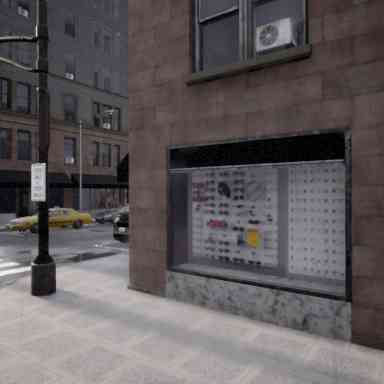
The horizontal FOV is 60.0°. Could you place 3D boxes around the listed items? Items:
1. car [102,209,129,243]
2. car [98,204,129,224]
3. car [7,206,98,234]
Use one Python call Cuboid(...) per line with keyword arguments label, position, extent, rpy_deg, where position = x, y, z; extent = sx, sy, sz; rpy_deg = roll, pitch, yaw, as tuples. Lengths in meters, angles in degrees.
Cuboid(label="car", position=(-1.633, 1.560, 15.187), extent=(1.947, 1.339, 4.313), rpy_deg=(0, 0, 35))
Cuboid(label="car", position=(-5.021, 1.583, 24.260), extent=(2.008, 1.369, 4.403), rpy_deg=(0, 0, 35))
Cuboid(label="car", position=(-8.261, 1.554, 19.713), extent=(1.752, 1.417, 4.829), rpy_deg=(0, 0, 35))
